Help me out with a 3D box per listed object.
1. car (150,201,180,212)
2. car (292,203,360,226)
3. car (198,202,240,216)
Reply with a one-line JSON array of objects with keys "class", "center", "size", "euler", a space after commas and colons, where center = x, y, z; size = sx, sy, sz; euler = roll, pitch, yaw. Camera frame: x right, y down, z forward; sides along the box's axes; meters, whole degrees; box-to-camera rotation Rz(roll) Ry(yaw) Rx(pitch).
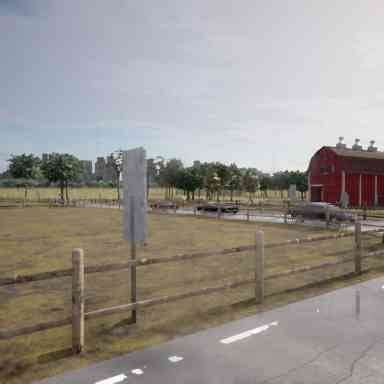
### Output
[{"class": "car", "center": [-3.469, 1.760, 42.638], "size": [1.895, 1.301, 4.718], "euler": [-1, 0, -35]}, {"class": "car", "center": [9.584, 1.573, 24.161], "size": [1.837, 1.490, 4.892], "euler": [-1, 0, -35]}, {"class": "car", "center": [2.686, 1.696, 33.922], "size": [1.895, 1.301, 4.718], "euler": [-1, 0, -35]}]
